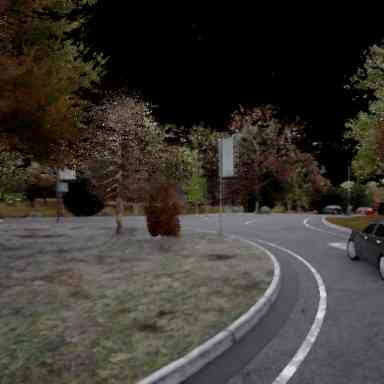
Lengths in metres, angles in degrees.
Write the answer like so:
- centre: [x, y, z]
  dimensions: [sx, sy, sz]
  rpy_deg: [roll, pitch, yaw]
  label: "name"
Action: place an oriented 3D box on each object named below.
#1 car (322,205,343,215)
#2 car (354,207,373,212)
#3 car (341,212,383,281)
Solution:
- centre: [21.729, 2.789, 51.255]
  dimensions: [1.837, 1.490, 4.892]
  rpy_deg: [-1, -5, 43]
  label: "car"
- centre: [32.419, 3.812, 62.618]
  dimensions: [2.150, 2.045, 5.566]
  rpy_deg: [-1, -5, 43]
  label: "car"
- centre: [6.065, 1.561, 9.747]
  dimensions: [1.837, 1.490, 4.892]
  rpy_deg: [0, -1, 11]
  label: "car"
